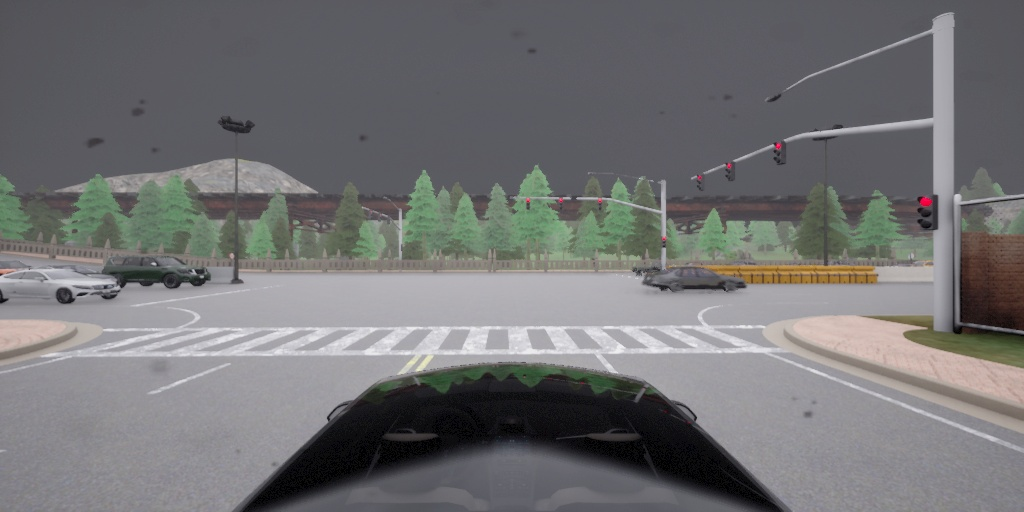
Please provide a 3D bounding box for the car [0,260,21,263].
[{"bbox_3d":[-32.098,1.034,22.548,4.553,1.767,2.097,2,0,-2],"label":"car"}]

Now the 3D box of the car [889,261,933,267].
[{"bbox_3d":[34.802,1.346,31.851,4.181,1.385,1.994,0,0,-2],"label":"car"}]

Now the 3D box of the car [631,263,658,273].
[{"bbox_3d":[15.279,1.390,38.242,4.718,1.301,1.895,0,0,-2],"label":"car"}]

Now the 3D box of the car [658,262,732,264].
[{"bbox_3d":[15.867,1.259,31.258,5.008,1.535,1.882,0,0,-2],"label":"car"}]

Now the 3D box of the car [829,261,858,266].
[{"bbox_3d":[34.688,1.281,38.852,4.902,1.511,2.128,0,0,-2],"label":"car"}]

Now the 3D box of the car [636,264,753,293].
[{"bbox_3d":[10.222,1.318,20.374,5.357,1.411,2.033,0,0,-2],"label":"car"}]

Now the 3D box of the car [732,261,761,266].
[{"bbox_3d":[24.532,1.281,38.536,4.902,1.511,2.128,0,0,-2],"label":"car"}]

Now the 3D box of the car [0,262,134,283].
[{"bbox_3d":[-24.116,1.252,19.291,4.902,1.511,2.128,0,0,-2],"label":"car"}]

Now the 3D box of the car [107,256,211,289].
[{"bbox_3d":[-22.592,0.988,22.840,5.566,2.045,2.150,0,0,-2],"label":"car"}]

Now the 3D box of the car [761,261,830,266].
[{"bbox_3d":[24.857,1.346,31.543,4.181,1.385,1.994,0,0,-2],"label":"car"}]

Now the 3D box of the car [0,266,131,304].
[{"bbox_3d":[-20.277,1.290,15.856,4.674,1.442,1.812,0,0,0],"label":"car"}]
